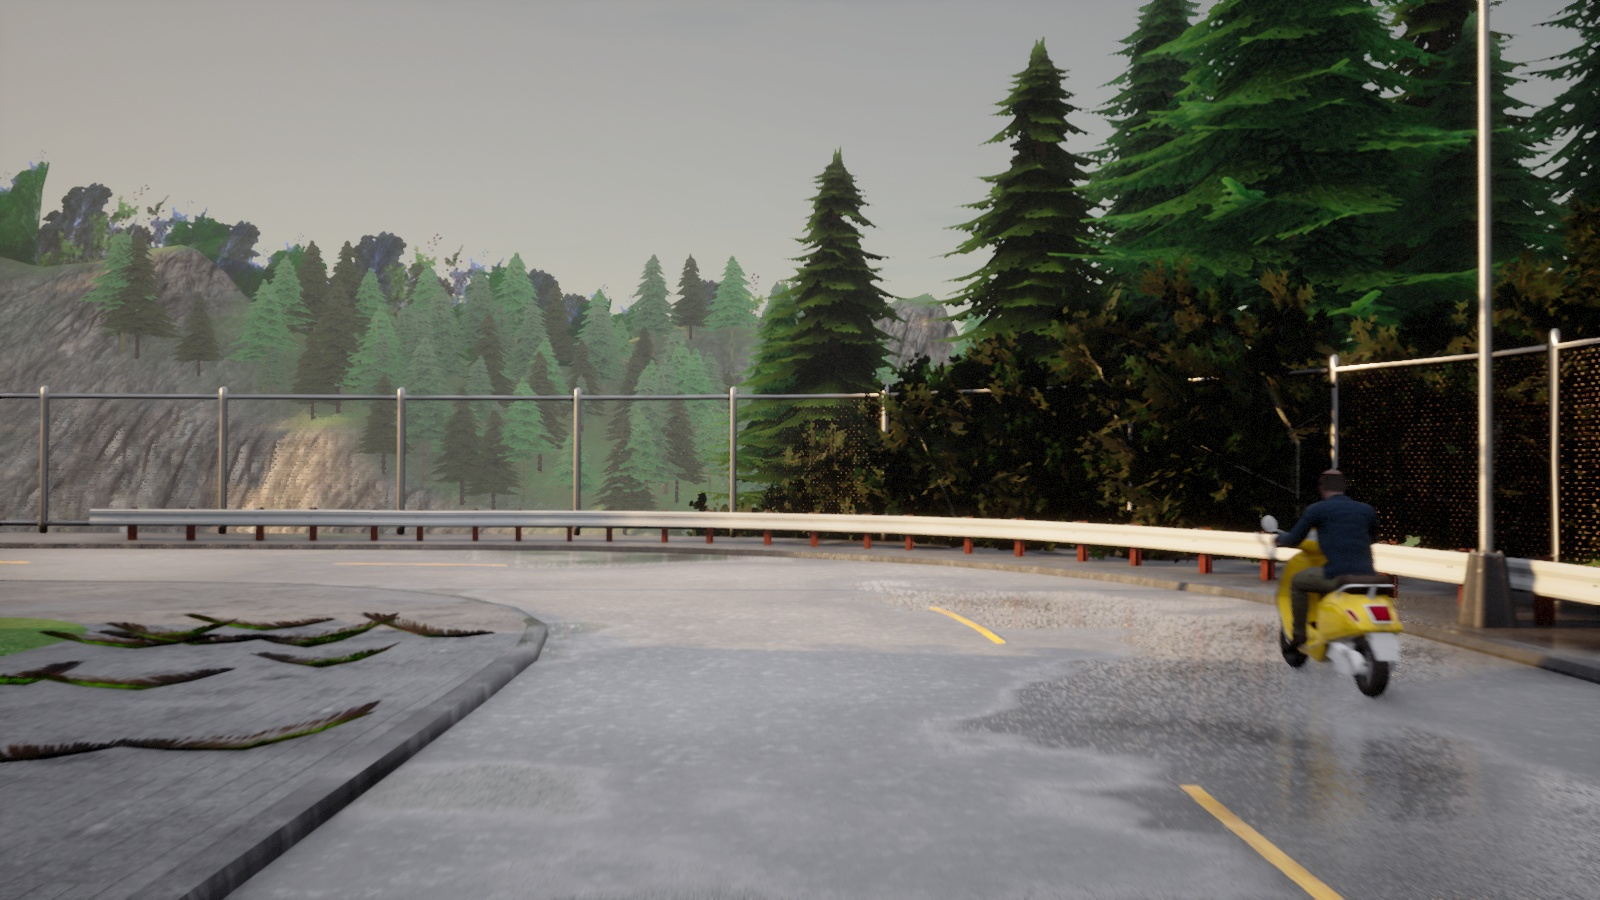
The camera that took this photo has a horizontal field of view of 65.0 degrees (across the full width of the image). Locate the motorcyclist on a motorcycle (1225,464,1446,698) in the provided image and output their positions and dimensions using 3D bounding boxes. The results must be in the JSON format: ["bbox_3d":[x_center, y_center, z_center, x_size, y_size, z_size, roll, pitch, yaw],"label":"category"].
[{"bbox_3d":[3.966,0.911,9.493,0.866,1.590,1.817,0,-1,0],"label":"motorcyclist on a motorcycle"}]
